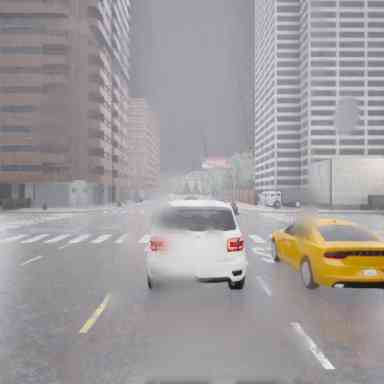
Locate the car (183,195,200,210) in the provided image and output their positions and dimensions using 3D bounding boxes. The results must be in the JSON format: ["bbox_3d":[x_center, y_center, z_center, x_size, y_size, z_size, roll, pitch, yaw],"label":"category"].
[{"bbox_3d":[-0.085,1.352,43.746,2.097,1.767,4.553,0,0,0],"label":"car"}]

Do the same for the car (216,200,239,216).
[{"bbox_3d":[3.471,1.517,33.129,1.812,1.442,4.674,0,0,0],"label":"car"}]

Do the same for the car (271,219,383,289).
[{"bbox_3d":[3.583,1.478,9.177,1.882,1.535,5.008,0,0,0],"label":"car"}]

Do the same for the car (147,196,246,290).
[{"bbox_3d":[0.072,1.221,9.226,2.150,2.045,5.566,0,0,-1],"label":"car"}]
